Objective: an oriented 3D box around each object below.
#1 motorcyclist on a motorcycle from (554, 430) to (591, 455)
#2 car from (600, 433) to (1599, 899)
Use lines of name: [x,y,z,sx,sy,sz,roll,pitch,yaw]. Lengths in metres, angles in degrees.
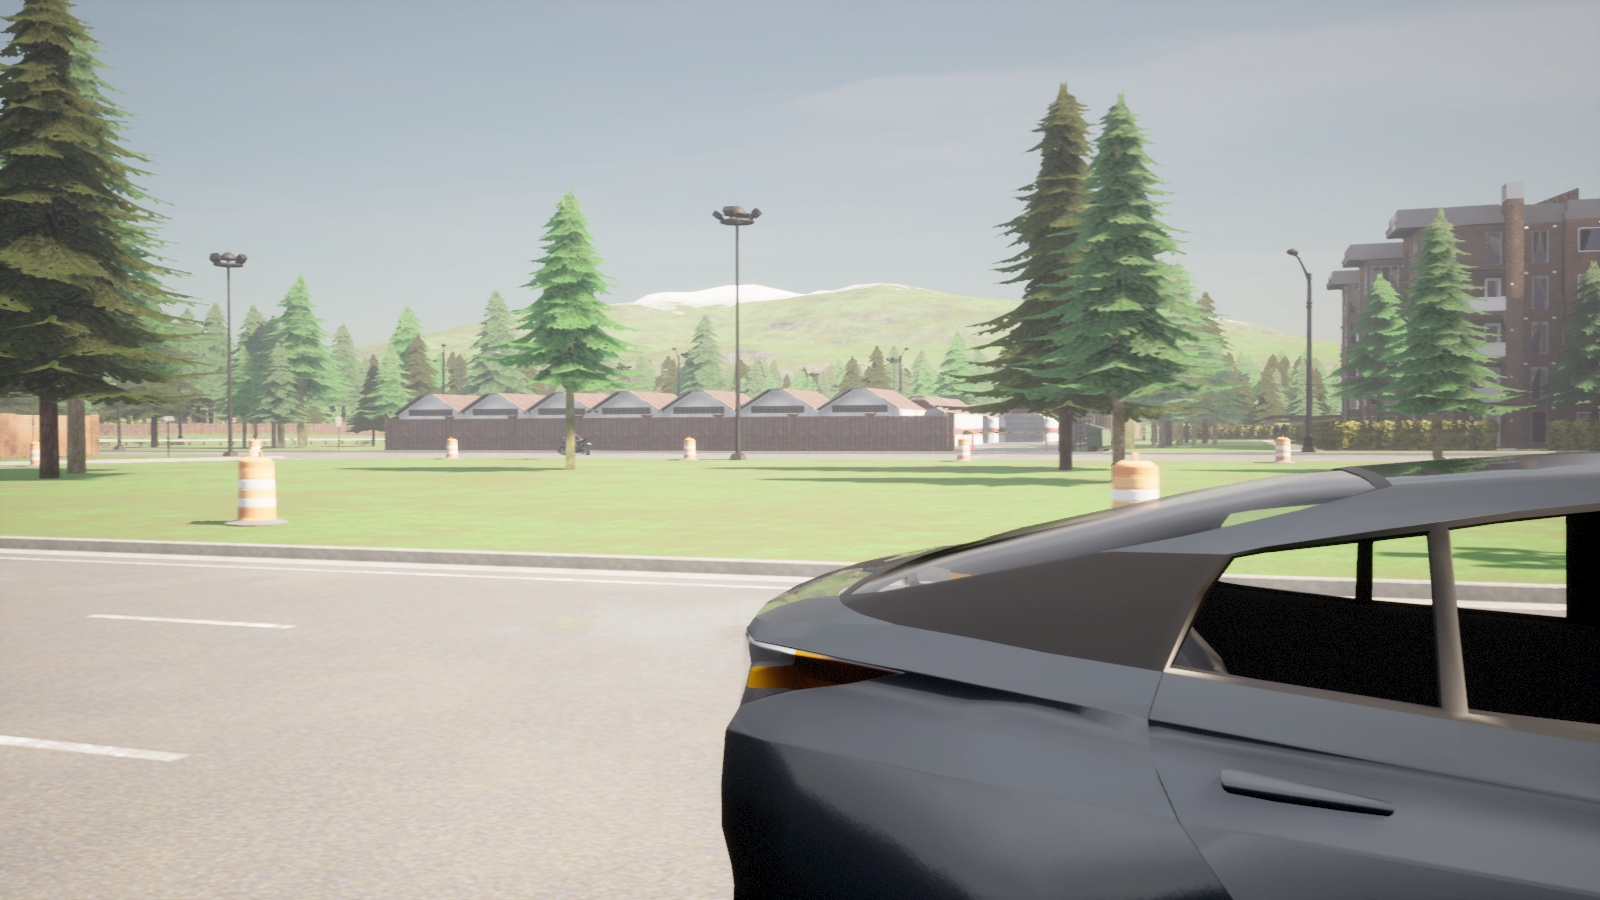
motorcyclist on a motorcycle: [-14.623,-0.484,80.576,2.191,1.530,0.866,1,1,19]
car: [2.099,0.741,2.486,4.514,1.525,2.007,1,1,19]
